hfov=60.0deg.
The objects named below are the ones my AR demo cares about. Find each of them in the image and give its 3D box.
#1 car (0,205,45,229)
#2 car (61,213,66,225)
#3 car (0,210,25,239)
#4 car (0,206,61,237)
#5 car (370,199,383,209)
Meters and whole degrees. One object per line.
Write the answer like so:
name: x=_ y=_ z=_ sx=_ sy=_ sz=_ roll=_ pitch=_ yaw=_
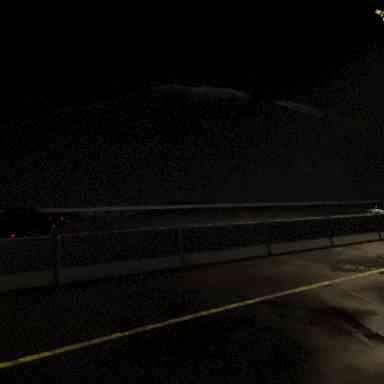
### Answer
car: x=-12.039 y=1.565 z=21.068 sx=4.718 sy=1.301 sz=1.895 roll=0 pitch=0 yaw=-34
car: x=-9.871 y=1.515 z=18.330 sx=5.357 sy=1.411 sz=2.033 roll=0 pitch=0 yaw=-34
car: x=-8.588 y=1.535 z=10.696 sx=5.357 sy=1.411 sz=2.033 roll=0 pitch=0 yaw=-36
car: x=-8.780 y=1.468 z=14.798 sx=4.902 sy=1.511 sz=2.128 roll=0 pitch=0 yaw=-34
car: x=24.134 y=1.371 z=40.071 sx=5.357 sy=1.411 sz=2.033 roll=0 pitch=0 yaw=-21
